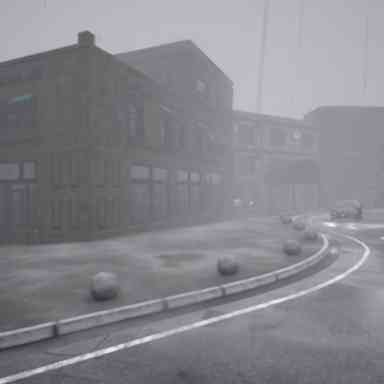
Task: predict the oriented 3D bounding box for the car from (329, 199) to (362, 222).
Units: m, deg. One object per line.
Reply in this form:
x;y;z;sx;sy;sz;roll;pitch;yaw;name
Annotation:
11.611;1.339;25.007;1.837;1.490;4.892;-3;-1;31;car
